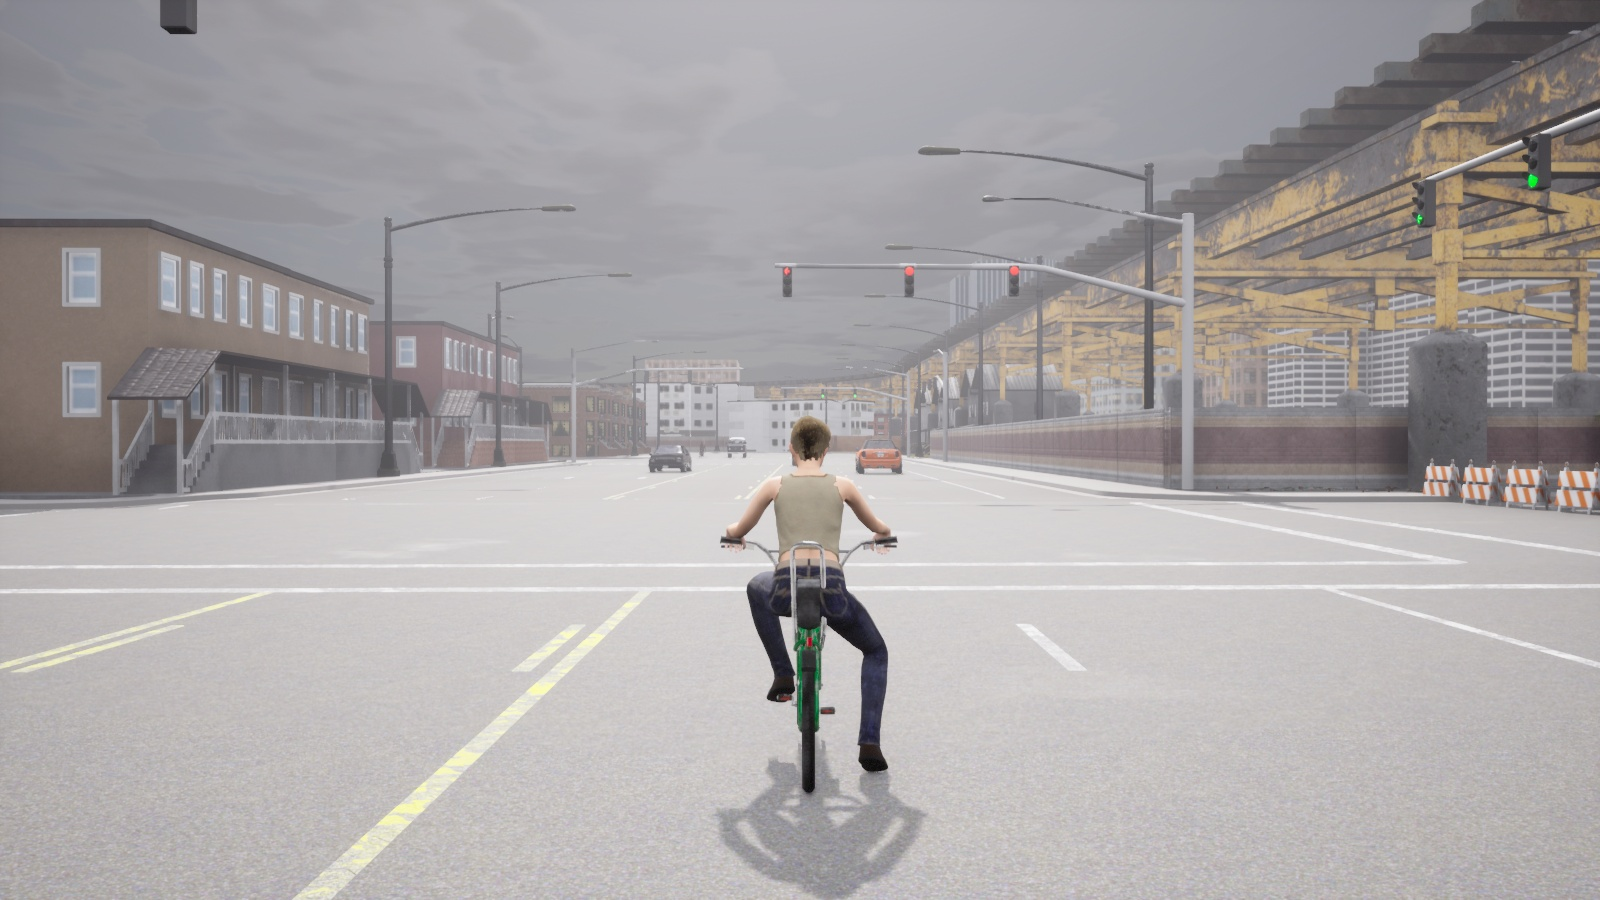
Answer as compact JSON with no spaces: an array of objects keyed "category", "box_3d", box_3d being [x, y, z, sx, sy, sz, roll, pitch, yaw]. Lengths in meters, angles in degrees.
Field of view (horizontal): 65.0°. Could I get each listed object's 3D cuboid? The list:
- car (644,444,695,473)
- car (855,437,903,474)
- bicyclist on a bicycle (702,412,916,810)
[{"category":"car","box_3d":[-6.642,0.422,64.630,2.033,1.411,5.357,0,0,0]},{"category":"car","box_3d":[3.845,0.256,62.082,2.097,1.767,4.553,0,0,0]},{"category":"bicyclist on a bicycle","box_3d":[0.041,0.650,5.845,0.866,1.612,1.509,0,0,0]}]
